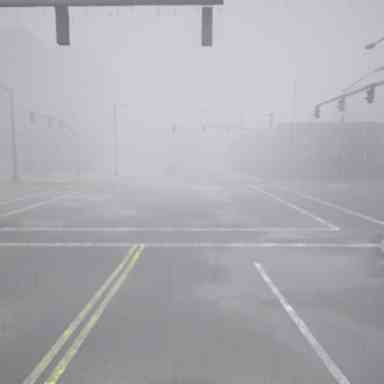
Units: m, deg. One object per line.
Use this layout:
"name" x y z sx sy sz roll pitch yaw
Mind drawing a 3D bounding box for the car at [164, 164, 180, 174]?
"car" -3.540 -3.748 55.928 2.033 1.411 5.357 0 6 1

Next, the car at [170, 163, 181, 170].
"car" -3.493 -5.400 71.186 1.994 1.385 4.181 0 6 0
